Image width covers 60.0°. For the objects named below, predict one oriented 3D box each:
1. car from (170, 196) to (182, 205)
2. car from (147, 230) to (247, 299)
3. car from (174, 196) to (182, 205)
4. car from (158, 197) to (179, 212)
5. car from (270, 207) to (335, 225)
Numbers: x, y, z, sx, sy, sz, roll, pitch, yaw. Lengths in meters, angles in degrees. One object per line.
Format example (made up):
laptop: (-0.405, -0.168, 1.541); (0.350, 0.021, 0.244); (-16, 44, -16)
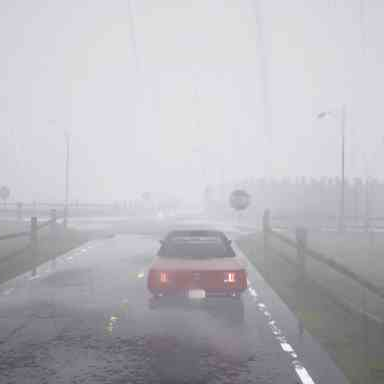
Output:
car: (-2.878, 1.520, 60.041); (1.882, 1.535, 5.008); (0, 0, 1)
car: (0.094, 1.602, 8.376); (1.895, 1.301, 4.718); (0, 0, 0)
car: (-2.886, 1.577, 49.578); (2.033, 1.411, 5.357); (0, 0, 0)
car: (-2.888, 1.582, 39.326); (1.994, 1.385, 4.181); (0, 0, -1)
car: (8.543, 1.855, 26.171); (4.718, 1.301, 1.895); (1, -1, 5)
